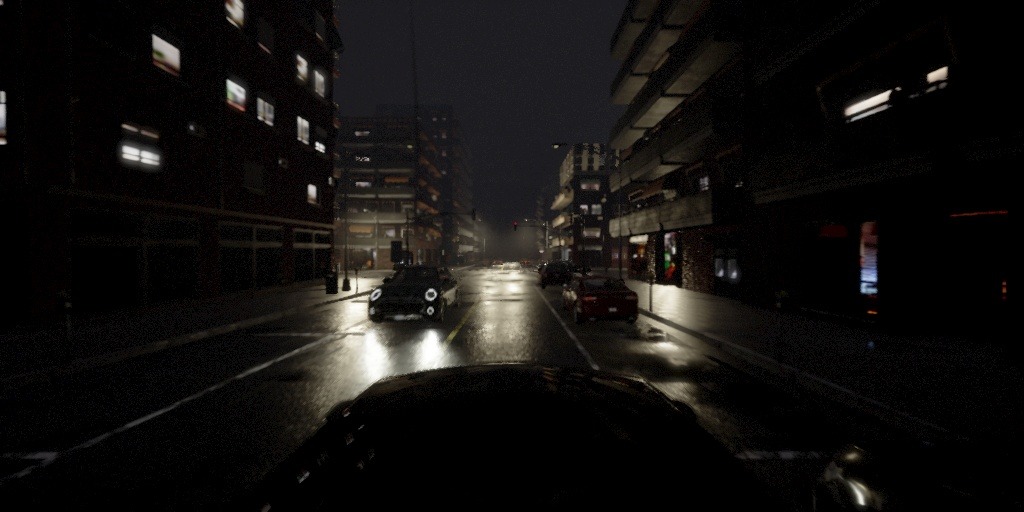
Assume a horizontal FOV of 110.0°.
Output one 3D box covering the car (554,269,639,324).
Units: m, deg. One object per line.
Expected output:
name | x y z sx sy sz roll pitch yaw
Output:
car | 2.690 1.289 11.767 1.888 1.381 4.507 0 0 0

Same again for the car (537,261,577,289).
car | 2.691 1.178 23.136 1.967 1.591 4.097 0 0 0

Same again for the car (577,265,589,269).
car | 5.658 1.237 38.709 5.357 1.411 2.033 -1 1 0

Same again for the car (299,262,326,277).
car | -20.710 1.533 36.231 4.403 1.370 2.007 0 0 0

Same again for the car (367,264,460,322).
car | -3.092 1.095 12.105 2.097 1.767 4.553 0 0 0

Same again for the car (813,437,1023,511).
car | 2.690 1.301 0.397 2.007 1.370 4.403 0 0 0
